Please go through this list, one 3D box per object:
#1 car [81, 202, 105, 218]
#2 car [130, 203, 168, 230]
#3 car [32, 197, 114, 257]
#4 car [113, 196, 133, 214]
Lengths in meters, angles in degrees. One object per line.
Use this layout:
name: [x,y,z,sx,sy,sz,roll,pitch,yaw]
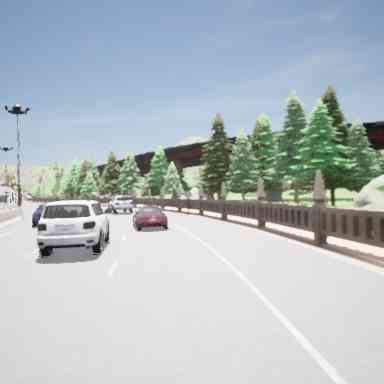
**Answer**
car: [-10.717,1.866,35.799,2.033,1.411,5.357,-2,0,-22]
car: [-2.806,1.646,21.948,1.994,1.385,4.181,-2,0,-13]
car: [-4.765,1.363,14.010,2.150,2.045,5.566,-2,0,-9]
car: [-8.587,1.475,39.766,2.150,2.045,5.566,-2,0,-23]
